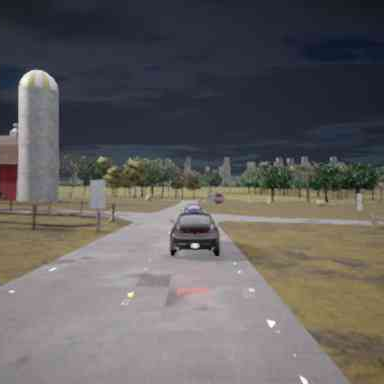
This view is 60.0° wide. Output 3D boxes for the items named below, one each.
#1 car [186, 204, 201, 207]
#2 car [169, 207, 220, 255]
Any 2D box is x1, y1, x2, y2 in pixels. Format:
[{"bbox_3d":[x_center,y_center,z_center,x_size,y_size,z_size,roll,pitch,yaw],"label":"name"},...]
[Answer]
[{"bbox_3d":[0.143,1.873,31.936,1.812,1.442,4.674,1,-1,0],"label":"car"},{"bbox_3d":[0.112,1.572,13.685,1.837,1.490,4.892,0,0,0],"label":"car"}]
